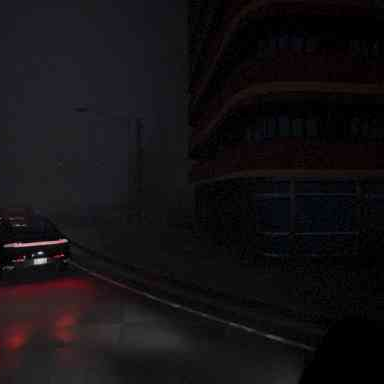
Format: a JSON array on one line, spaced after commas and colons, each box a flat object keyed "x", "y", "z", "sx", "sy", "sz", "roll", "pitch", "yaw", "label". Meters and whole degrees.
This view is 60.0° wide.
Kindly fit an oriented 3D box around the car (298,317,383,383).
[{"x": 3.065, "y": 1.601, "z": 1.908, "sx": 4.718, "sy": 1.301, "sz": 1.895, "roll": 0, "pitch": 0, "yaw": 33, "label": "car"}]

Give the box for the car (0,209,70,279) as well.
[{"x": -5.210, "y": 1.492, "z": 10.118, "sx": 2.128, "sy": 1.511, "sz": 4.902, "roll": 0, "pitch": 0, "yaw": -37, "label": "car"}]

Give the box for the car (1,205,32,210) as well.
[{"x": -9.592, "y": 1.492, "z": 18.346, "sx": 2.128, "sy": 1.511, "sz": 4.902, "roll": 0, "pitch": 0, "yaw": -22, "label": "car"}]
